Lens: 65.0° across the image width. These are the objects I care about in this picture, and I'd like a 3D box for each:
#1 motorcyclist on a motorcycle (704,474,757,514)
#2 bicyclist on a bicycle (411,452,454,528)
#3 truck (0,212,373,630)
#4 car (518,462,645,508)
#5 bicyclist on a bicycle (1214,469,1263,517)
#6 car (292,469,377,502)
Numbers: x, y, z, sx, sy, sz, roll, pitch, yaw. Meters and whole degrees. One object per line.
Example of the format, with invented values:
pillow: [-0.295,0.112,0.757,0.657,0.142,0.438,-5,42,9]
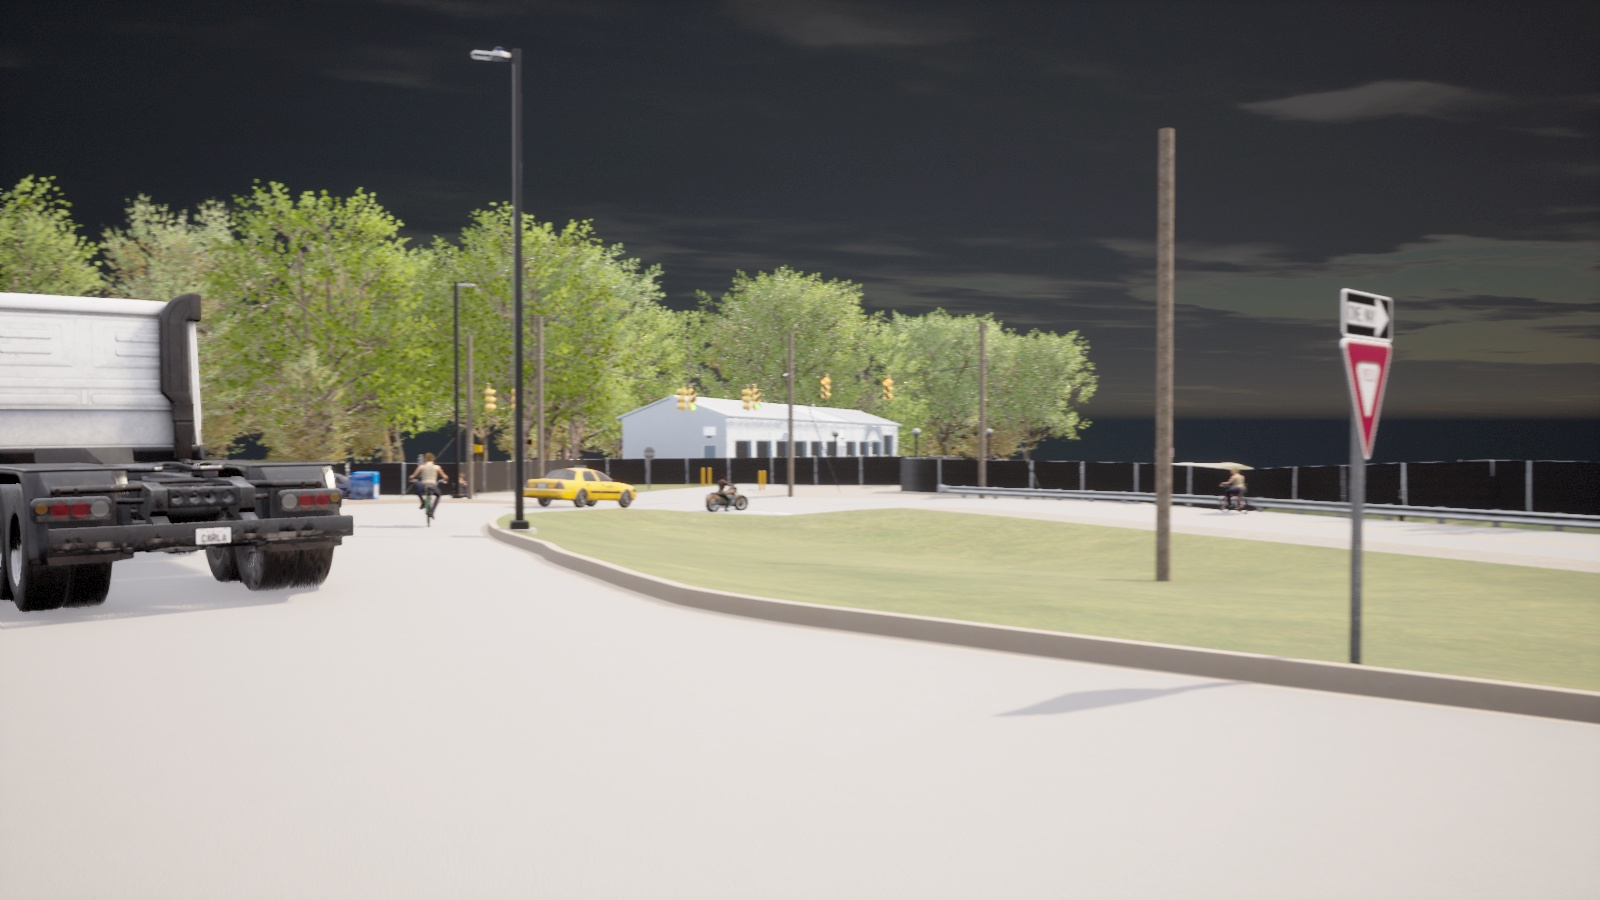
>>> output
motorcyclist on a motorcycle: [-2.951,1.856,53.688,0.766,1.649,2.350,2,1,44]
bicyclist on a bicycle: [-8.070,0.866,27.524,0.866,1.612,1.509,1,-1,-17]
truck: [-7.830,-0.296,14.368,2.891,3.462,7.936,-1,1,-40]
car: [-8.004,1.329,46.647,1.801,1.575,5.366,1,-2,26]
bicyclist on a bicycle: [15.320,1.473,43.897,0.866,1.612,1.509,-1,0,-20]
car: [-24.680,1.890,66.716,3.988,1.617,1.851,0,1,-10]
